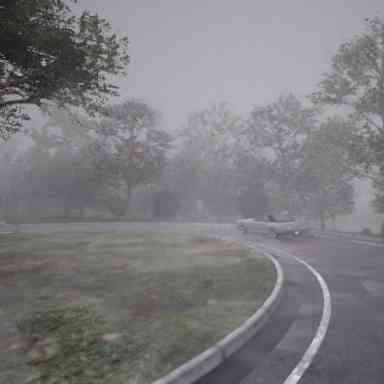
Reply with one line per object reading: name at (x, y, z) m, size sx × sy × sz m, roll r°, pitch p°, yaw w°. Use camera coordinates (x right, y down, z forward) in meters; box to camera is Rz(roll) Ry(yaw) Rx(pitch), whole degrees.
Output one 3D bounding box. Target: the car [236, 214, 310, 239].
car at (4.582, 1.945, 19.726) m, size 1.895 × 1.301 × 4.718 m, roll 0°, pitch -1°, yaw -27°
